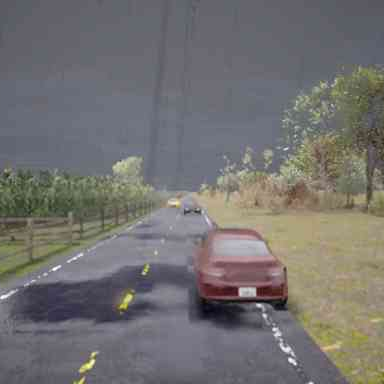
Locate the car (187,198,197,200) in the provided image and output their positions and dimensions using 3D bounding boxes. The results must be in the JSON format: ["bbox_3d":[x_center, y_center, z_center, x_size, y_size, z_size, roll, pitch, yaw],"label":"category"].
[{"bbox_3d":[-0.002,1.666,47.186,2.097,1.767,4.553,0,0,0],"label":"car"}]

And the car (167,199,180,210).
[{"bbox_3d":[-2.756,1.809,50.192,1.882,1.535,5.008,0,0,0],"label":"car"}]

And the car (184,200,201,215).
[{"bbox_3d":[0.075,1.853,36.963,1.895,1.301,4.718,0,0,0],"label":"car"}]

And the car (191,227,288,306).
[{"bbox_3d":[0.962,1.585,8.064,1.812,1.442,4.674,0,0,0],"label":"car"}]
